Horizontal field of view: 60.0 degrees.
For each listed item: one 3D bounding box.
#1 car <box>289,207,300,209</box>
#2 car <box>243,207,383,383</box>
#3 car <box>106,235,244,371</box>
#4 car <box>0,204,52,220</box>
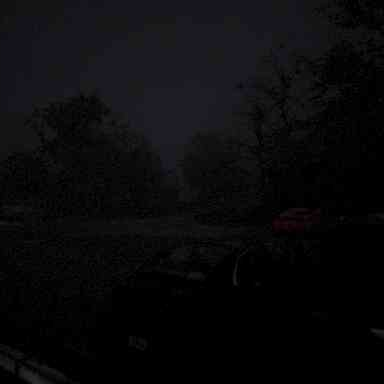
[{"bbox_3d":[6.121,1.553,18.145,2.097,1.535,5.008,-1,-1,36],"label":"car"},{"bbox_3d":[3.057,1.226,4.298,2.435,2.045,5.566,-1,0,36],"label":"car"},{"bbox_3d":[0.761,1.514,5.897,2.231,1.521,4.892,-1,-1,36],"label":"car"},{"bbox_3d":[-17.043,2.072,34.715,2.002,1.452,4.674,-1,-1,36],"label":"car"}]
